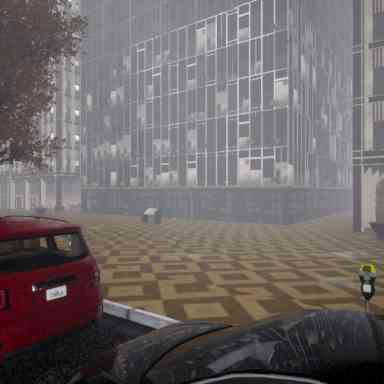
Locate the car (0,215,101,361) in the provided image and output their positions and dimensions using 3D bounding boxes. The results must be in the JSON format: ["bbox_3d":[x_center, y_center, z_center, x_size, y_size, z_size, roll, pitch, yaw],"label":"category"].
[{"bbox_3d":[-3.596,1.315,5.451,5.009,1.841,2.192,0,0,36],"label":"car"}]

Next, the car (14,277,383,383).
[{"bbox_3d":[0.896,1.566,2.238,4.313,1.339,1.947,0,0,36],"label":"car"}]
